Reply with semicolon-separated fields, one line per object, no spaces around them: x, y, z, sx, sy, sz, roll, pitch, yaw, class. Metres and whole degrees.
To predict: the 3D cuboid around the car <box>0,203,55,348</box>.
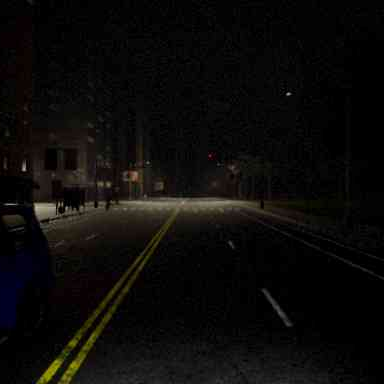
-3.349;1.202;3.309;2.150;2.045;5.566;0;0;0;car

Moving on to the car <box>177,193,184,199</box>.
-3.232;1.106;94.704;2.128;1.511;4.902;0;0;0;car

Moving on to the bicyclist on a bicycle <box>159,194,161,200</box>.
-8.734;1.391;89.595;0.582;1.620;1.656;0;0;0;bicyclist on a bicycle

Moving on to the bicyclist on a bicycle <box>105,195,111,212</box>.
-8.742;1.197;34.521;0.659;1.776;1.843;0;0;0;bicyclist on a bicycle

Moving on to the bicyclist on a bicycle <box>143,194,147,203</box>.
-8.739;1.214;61.755;0.866;1.612;1.509;0;0;0;bicyclist on a bicycle

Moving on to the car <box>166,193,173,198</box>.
-6.482;1.105;94.705;1.812;1.442;4.674;0;0;0;car
